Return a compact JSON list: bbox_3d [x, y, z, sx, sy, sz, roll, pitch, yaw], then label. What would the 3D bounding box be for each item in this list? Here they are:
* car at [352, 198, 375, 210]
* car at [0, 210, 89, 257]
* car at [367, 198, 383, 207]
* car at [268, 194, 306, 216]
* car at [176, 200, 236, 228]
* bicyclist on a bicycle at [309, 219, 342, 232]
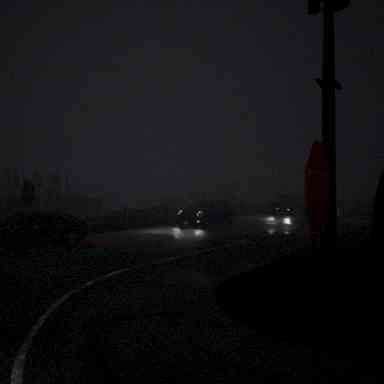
[{"bbox_3d":[21.984,1.525,42.658,1.994,1.385,4.181,0,0,38],"label":"car"},{"bbox_3d":[-6.263,1.464,12.505,1.837,1.490,4.892,0,0,37],"label":"car"},{"bbox_3d":[28.175,1.562,50.573,1.895,1.301,4.718,0,0,38],"label":"car"},{"bbox_3d":[9.518,1.182,32.733,2.150,2.045,5.566,0,0,37],"label":"car"},{"bbox_3d":[0.997,1.312,21.845,2.097,1.767,4.553,0,0,38],"label":"car"},{"bbox_3d":[6.886,1.263,17.229,1.656,1.620,0.582,0,0,38],"label":"bicyclist on a bicycle"}]
